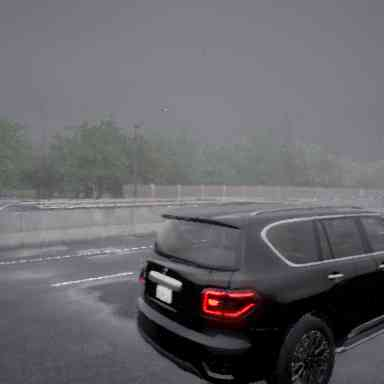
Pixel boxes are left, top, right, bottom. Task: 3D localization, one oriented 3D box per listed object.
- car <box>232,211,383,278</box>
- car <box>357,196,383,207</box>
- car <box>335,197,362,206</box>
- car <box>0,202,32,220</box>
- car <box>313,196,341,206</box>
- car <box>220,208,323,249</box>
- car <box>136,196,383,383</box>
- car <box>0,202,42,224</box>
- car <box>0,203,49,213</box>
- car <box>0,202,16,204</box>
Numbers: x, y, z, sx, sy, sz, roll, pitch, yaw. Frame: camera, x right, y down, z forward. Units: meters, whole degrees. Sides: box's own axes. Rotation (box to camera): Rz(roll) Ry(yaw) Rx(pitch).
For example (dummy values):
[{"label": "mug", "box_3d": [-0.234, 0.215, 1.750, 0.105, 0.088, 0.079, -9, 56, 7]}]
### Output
[{"label": "car", "box_3d": [4.012, 1.476, 10.912, 5.357, 1.411, 2.033, -1, 0, -36]}, {"label": "car", "box_3d": [26.558, 1.400, 48.706, 4.902, 1.511, 2.128, 0, 0, -35]}, {"label": "car", "box_3d": [24.202, 1.470, 51.318, 4.181, 1.385, 1.994, 0, 0, -35]}, {"label": "car", "box_3d": [-15.587, 1.550, 27.267, 4.181, 1.385, 1.994, -1, 0, -36]}, {"label": "car", "box_3d": [21.961, 1.408, 54.013, 4.892, 1.490, 1.837, 0, 0, -35]}, {"label": "car", "box_3d": [3.668, 1.514, 14.967, 4.718, 1.301, 1.895, -1, 0, -36]}, {"label": "car", "box_3d": [1.869, 1.190, 5.204, 5.566, 2.045, 2.150, -1, 0, -36]}, {"label": "car", "box_3d": [-13.673, 1.512, 24.333, 4.674, 1.442, 1.812, -1, 0, -35]}, {"label": "car", "box_3d": [-9.663, 1.532, 18.595, 5.357, 1.411, 2.033, -1, 0, -35]}, {"label": "car", "box_3d": [-11.641, 1.511, 21.484, 4.674, 1.442, 1.812, -1, 0, -36]}]
